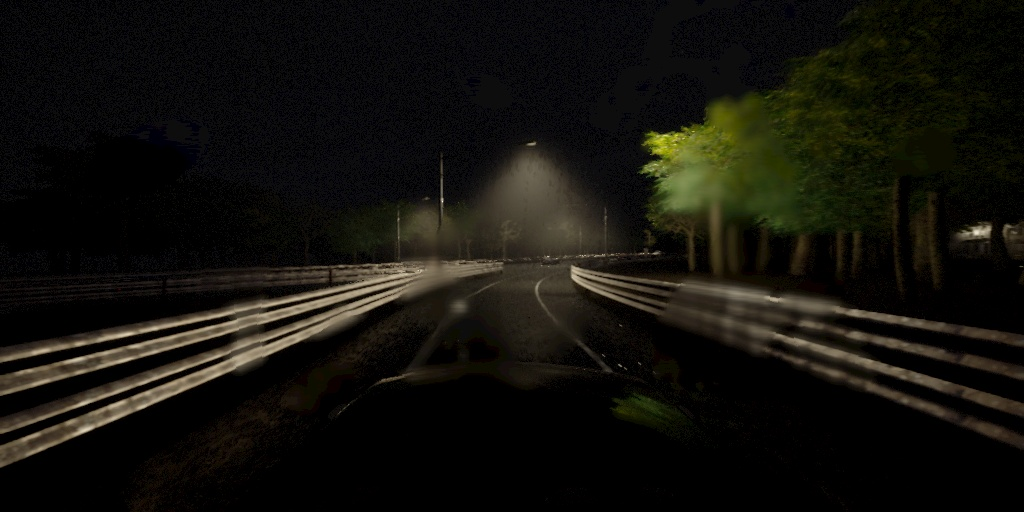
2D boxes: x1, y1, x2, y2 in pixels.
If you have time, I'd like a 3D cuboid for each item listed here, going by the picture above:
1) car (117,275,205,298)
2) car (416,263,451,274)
[{"bbox_3d":[-25.647,2.149,26.428,1.812,1.442,4.674,0,1,39],"label":"car"},{"bbox_3d":[-9.889,1.647,46.032,1.882,1.535,5.008,0,1,39],"label":"car"}]
